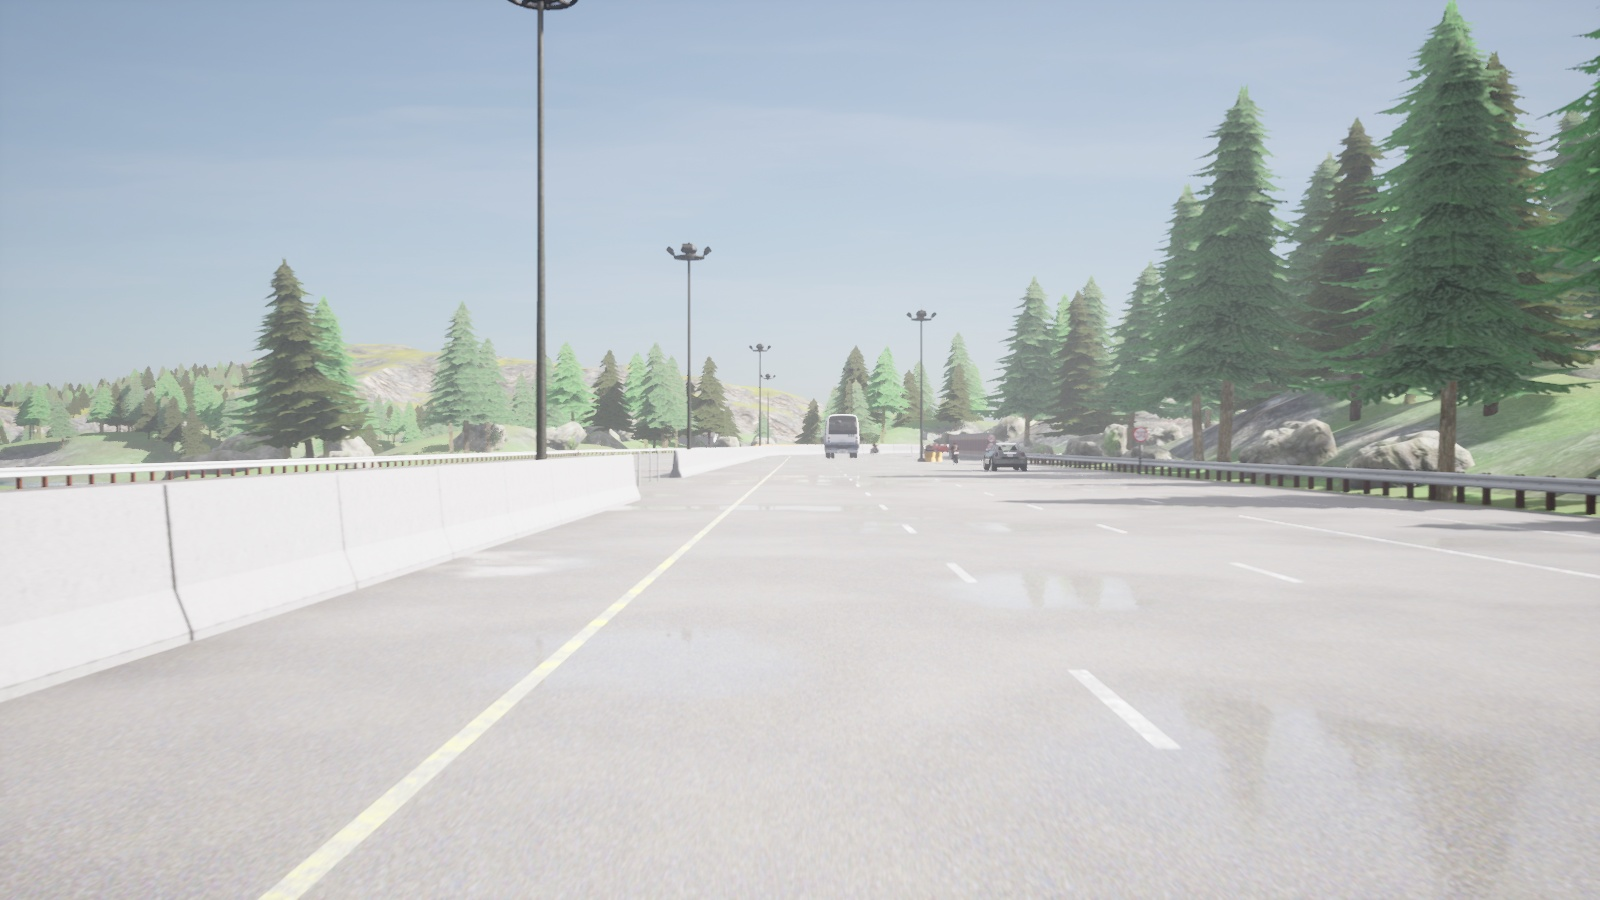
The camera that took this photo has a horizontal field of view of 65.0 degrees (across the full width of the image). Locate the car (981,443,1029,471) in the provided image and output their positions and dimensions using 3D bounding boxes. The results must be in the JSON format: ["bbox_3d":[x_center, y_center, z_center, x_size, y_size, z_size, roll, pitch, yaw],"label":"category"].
[{"bbox_3d":[10.902,0.343,66.931,1.970,1.475,3.806,0,0,0],"label":"car"}]
